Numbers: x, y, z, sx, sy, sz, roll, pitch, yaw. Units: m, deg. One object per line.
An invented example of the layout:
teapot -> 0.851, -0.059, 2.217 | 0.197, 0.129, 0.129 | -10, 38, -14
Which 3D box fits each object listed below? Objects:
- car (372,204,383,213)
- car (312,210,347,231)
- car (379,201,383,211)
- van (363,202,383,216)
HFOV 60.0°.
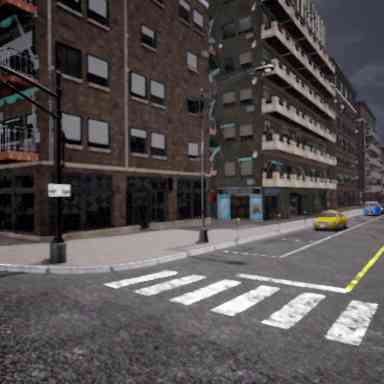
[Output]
car -> 29.821, 2.554, 52.400 | 1.887, 1.381, 4.507 | -2, -2, 35
car -> 10.216, 2.004, 24.541 | 1.752, 1.417, 4.829 | -2, -2, 35
car -> 36.321, 2.501, 61.647 | 2.192, 1.841, 5.009 | -2, -2, 35
van -> 23.317, 2.175, 43.166 | 1.690, 1.788, 3.998 | -2, -2, 35
